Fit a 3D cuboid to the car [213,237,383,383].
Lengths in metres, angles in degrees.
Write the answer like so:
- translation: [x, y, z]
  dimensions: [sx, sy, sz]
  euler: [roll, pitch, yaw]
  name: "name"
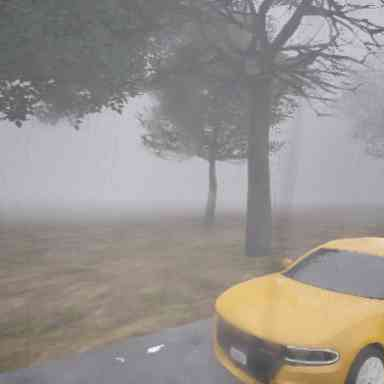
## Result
- translation: [2.609, 1.461, 4.868]
  dimensions: [5.008, 1.535, 1.882]
  euler: [0, 0, -32]
  name: "car"
